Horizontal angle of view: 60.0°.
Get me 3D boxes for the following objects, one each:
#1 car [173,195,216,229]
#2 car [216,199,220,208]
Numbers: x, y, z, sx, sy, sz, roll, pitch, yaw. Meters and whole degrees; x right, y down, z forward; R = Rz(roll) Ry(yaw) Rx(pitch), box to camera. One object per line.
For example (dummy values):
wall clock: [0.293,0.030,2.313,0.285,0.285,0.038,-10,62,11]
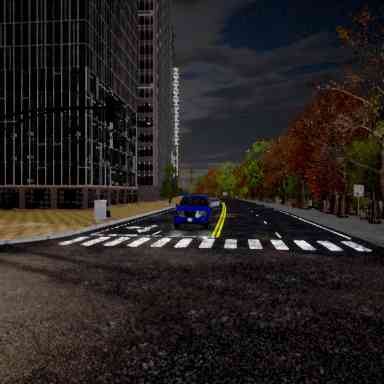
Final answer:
car: [0.204,1.252,22.230,2.150,2.045,5.566,0,0,7]
car: [2.956,1.607,47.028,1.895,1.301,4.718,0,0,6]
